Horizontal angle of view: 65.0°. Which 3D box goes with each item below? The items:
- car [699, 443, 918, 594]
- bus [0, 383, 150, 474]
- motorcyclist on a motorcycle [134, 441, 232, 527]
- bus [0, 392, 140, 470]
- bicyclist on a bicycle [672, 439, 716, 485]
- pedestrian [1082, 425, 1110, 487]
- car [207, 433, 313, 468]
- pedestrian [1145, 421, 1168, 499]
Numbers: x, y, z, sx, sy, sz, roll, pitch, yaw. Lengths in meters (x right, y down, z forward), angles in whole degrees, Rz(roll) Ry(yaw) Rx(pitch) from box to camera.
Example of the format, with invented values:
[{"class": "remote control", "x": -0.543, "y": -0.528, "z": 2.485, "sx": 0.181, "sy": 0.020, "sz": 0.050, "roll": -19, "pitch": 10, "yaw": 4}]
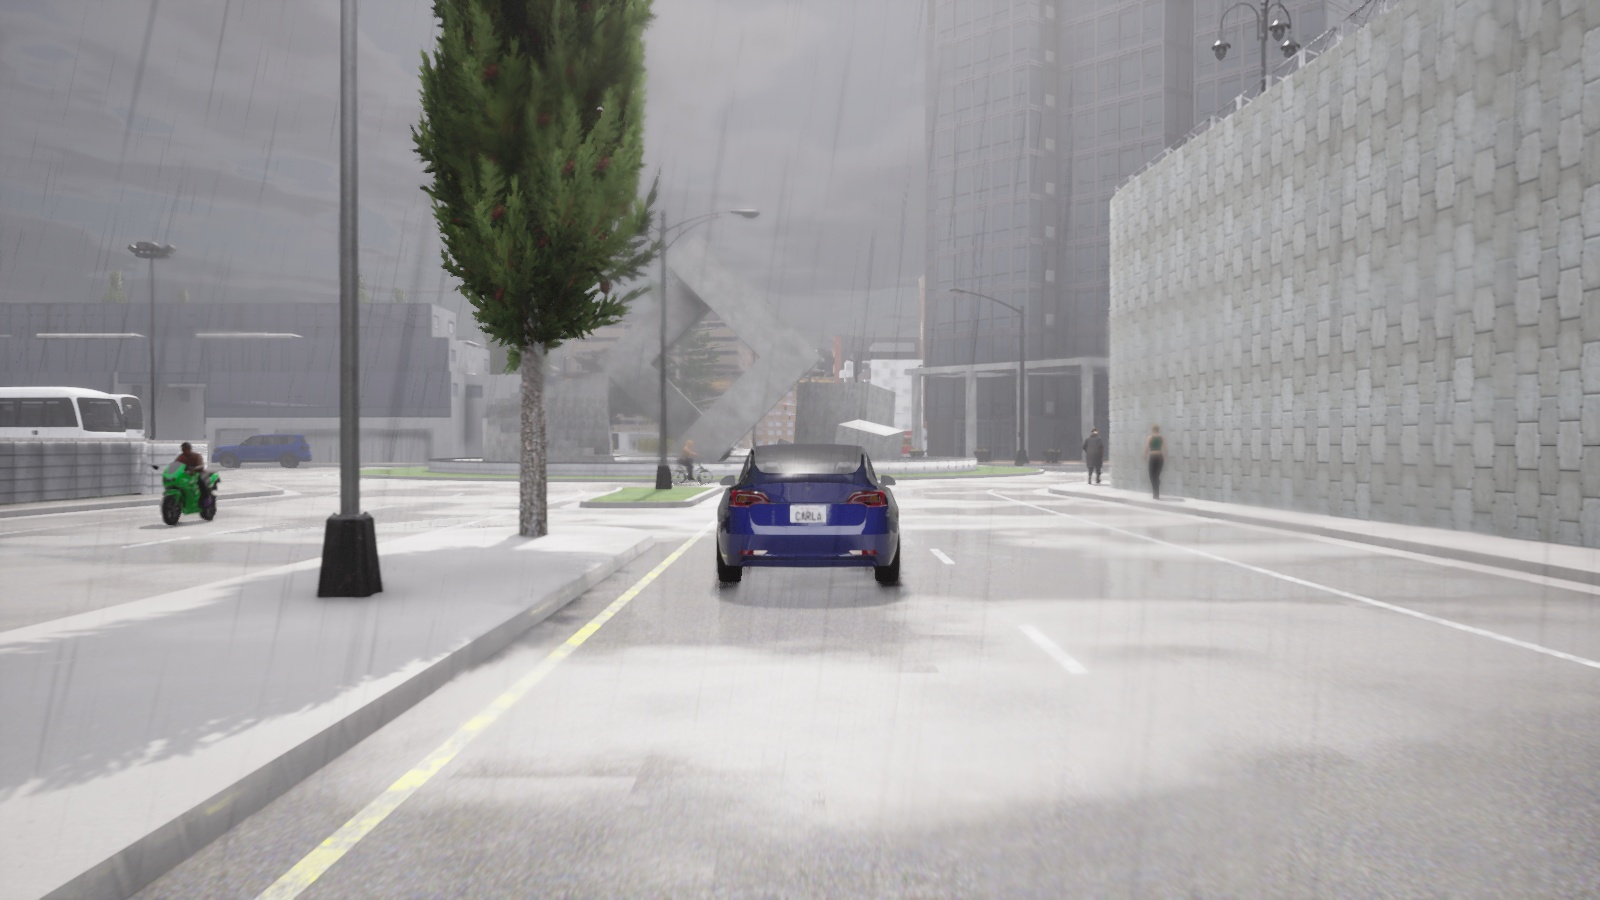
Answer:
[{"class": "car", "x": 0.094, "y": 0.664, "z": 14.819, "sx": 2.163, "sy": 1.488, "sz": 4.792, "roll": 0, "pitch": 0, "yaw": 0}, {"class": "bus", "x": -37.679, "y": -1.000, "z": 61.186, "sx": 10.273, "sy": 4.253, "sz": 3.944, "roll": 0, "pitch": 0, "yaw": 8}, {"class": "motorcyclist on a motorcycle", "x": -11.366, "y": 0.590, "z": 23.222, "sx": 0.797, "sy": 1.523, "sz": 2.044, "roll": 0, "pitch": 0, "yaw": 0}, {"class": "bus", "x": -43.056, "y": -1.055, "z": 70.127, "sx": 10.273, "sy": 4.253, "sz": 3.944, "roll": 0, "pitch": 1, "yaw": -6}, {"class": "bicyclist on a bicycle", "x": -3.764, "y": 0.432, "z": 44.591, "sx": 1.509, "sy": 1.612, "sz": 0.866, "roll": 0, "pitch": -1, "yaw": -3}, {"class": "pedestrian", "x": 9.526, "y": 0.184, "z": 40.422, "sx": 0.659, "sy": 1.952, "sz": 0.873, "roll": 0, "pitch": 0, "yaw": 29}, {"class": "car", "x": -32.241, "y": 0.022, "z": 75.144, "sx": 5.566, "sy": 2.045, "sz": 2.150, "roll": 0, "pitch": 0, "yaw": -15}, {"class": "pedestrian", "x": 8.513, "y": 0.241, "z": 29.993, "sx": 0.345, "sy": 1.836, "sz": 0.594, "roll": 0, "pitch": 0, "yaw": -3}]
